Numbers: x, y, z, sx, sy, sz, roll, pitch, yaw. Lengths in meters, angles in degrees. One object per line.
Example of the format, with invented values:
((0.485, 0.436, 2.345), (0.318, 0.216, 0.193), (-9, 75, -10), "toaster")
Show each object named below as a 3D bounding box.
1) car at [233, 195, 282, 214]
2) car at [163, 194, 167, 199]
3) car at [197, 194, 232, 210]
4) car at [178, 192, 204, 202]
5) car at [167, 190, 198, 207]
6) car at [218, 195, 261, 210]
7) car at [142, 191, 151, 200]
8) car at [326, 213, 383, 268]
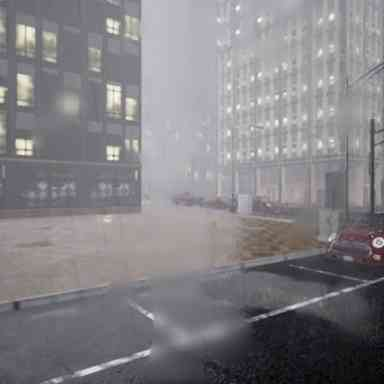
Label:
((6.078, 1.086, 29.865), (1.967, 1.590, 4.097), (1, 0, -36), "car")
((-3.392, 0.669, 57.457), (1.947, 1.339, 4.313), (1, 0, -36), "car")
((2.827, 1.121, 34.396), (1.802, 1.307, 4.206), (1, 0, -36), "car")
((-0.241, 0.732, 53.063), (1.752, 1.417, 4.829), (1, 0, -36), "car")
((-0.413, 0.747, 38.926), (2.192, 1.841, 5.009), (1, 0, -36), "car")
((5.062, 1.067, 35.729), (1.812, 1.442, 4.674), (0, 1, -36), "car")
((-8.547, 0.598, 54.823), (1.837, 1.490, 4.892), (0, 1, -35), "car")
((6.268, 1.449, 11.034), (4.097, 1.590, 1.967), (0, 0, -36), "car")
